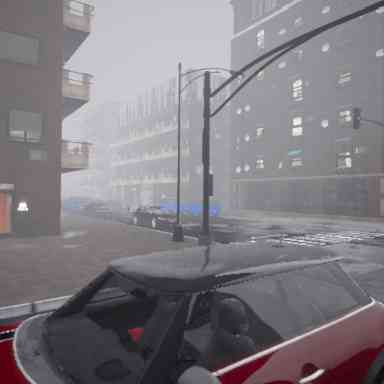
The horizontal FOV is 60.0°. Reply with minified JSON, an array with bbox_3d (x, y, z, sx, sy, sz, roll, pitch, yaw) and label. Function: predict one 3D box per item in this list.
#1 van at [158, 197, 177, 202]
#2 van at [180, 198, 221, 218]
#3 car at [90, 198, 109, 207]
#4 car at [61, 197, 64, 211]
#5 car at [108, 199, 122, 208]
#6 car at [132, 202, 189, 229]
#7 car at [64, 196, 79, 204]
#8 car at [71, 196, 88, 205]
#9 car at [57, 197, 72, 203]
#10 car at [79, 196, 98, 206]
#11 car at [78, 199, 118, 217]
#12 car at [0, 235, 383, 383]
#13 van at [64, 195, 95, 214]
[{"bbox_3d":[-2.268,1.450,35.297,1.690,1.788,3.998,1,-1,-35],"label":"van"},{"bbox_3d":[0.909,1.439,30.692,1.690,1.788,3.998,1,-1,-35],"label":"van"},{"bbox_3d":[-14.979,1.730,53.712,1.802,1.307,4.206,1,-1,-35],"label":"car"},{"bbox_3d":[-15.110,1.581,40.029,2.008,1.369,4.403,1,-1,-35],"label":"car"},{"bbox_3d":[-11.802,1.683,49.109,1.887,1.381,4.507,1,-1,-35],"label":"car"},{"bbox_3d":[-2.400,1.540,21.611,2.008,1.369,4.403,1,-1,-35],"label":"car"},{"bbox_3d":[-24.510,1.614,67.527,1.967,1.590,4.097,1,-1,-35],"label":"car"},{"bbox_3d":[-21.333,1.606,62.922,1.967,1.590,4.097,1,-1,-35],"label":"car"},{"bbox_3d":[-27.689,1.727,72.131,1.887,1.381,4.507,1,-1,-35],"label":"car"},{"bbox_3d":[-18.155,1.597,58.318,1.967,1.590,4.097,1,-1,-35],"label":"car"},{"bbox_3d":[-8.756,1.592,30.820,1.802,1.307,4.206,1,-1,-35],"label":"car"},{"bbox_3d":[-0.180,1.351,2.819,4.553,1.767,2.097,0,0,-36],"label":"car"},{"bbox_3d":[-11.931,1.361,35.426,1.690,1.788,3.998,1,-1,-35],"label":"van"}]
